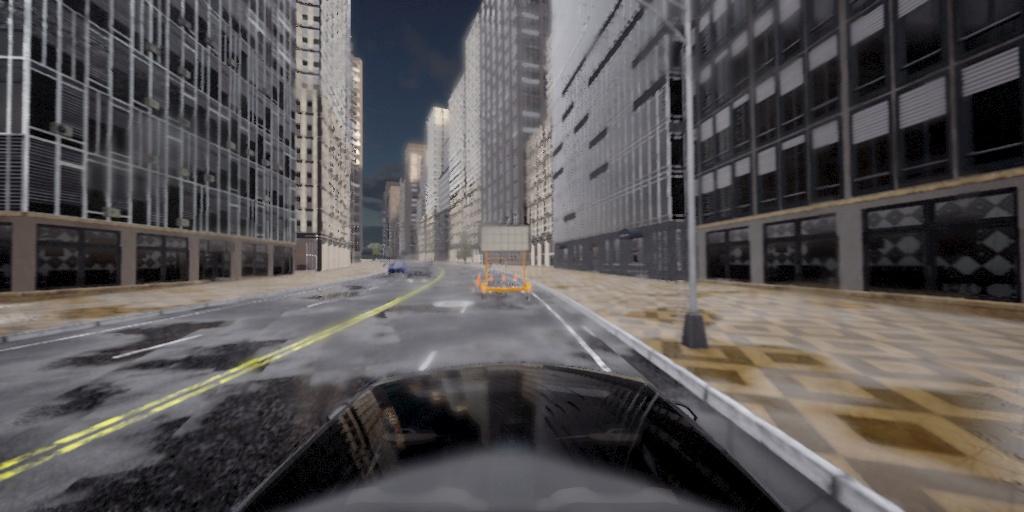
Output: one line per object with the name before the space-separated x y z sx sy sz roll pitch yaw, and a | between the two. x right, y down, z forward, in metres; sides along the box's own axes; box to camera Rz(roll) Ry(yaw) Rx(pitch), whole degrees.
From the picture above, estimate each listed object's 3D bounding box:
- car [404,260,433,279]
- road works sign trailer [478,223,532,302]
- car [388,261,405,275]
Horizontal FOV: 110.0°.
car | -8.661 1.398 34.137 1.994 1.385 4.181 0 0 -7
road works sign trailer | -0.312 0.225 17.221 2.380 3.560 2.880 0 0 -4
car | -13.005 1.346 41.360 1.882 1.535 5.008 0 0 -9
